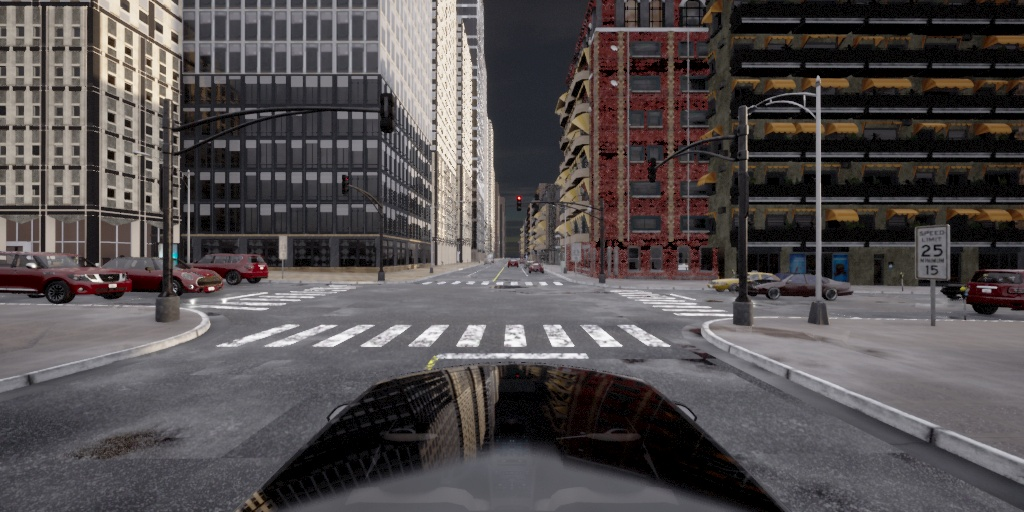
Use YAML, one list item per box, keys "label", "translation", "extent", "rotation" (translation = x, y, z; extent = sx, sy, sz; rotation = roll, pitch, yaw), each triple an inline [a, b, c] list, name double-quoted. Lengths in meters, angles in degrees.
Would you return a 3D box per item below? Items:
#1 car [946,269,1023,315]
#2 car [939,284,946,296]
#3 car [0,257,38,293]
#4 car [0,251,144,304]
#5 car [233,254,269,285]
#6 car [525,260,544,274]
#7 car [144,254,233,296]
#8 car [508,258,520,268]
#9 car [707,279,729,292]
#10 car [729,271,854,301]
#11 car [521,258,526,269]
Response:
- label: "car"
  translation: [20.616, 1.461, 13.778]
  extent: [5.009, 1.841, 2.192]
  rotation: [0, 0, 0]
- label: "car"
  translation: [26.625, 1.870, 19.578]
  extent: [4.718, 1.301, 1.895]
  rotation: [1, 0, 0]
- label: "car"
  translation: [-24.941, 0.789, 16.009]
  extent: [5.008, 1.535, 1.882]
  rotation: [1, 0, -1]
- label: "car"
  translation: [-17.558, 0.757, 13.469]
  extent: [5.009, 1.841, 2.192]
  rotation: [0, 0, 0]
- label: "car"
  translation: [-17.681, 0.776, 21.848]
  extent: [5.009, 1.841, 2.192]
  rotation: [0, 0, 0]
- label: "car"
  translation: [2.799, 1.341, 41.798]
  extent: [1.802, 1.307, 4.207]
  rotation: [0, 0, 0]
- label: "car"
  translation: [-15.722, 0.835, 16.073]
  extent: [4.553, 1.767, 2.097]
  rotation: [1, 0, 0]
- label: "car"
  translation: [0.189, 1.251, 64.190]
  extent: [1.882, 1.535, 5.008]
  rotation: [0, 0, 0]
- label: "car"
  translation: [14.660, 1.587, 22.083]
  extent: [4.829, 1.417, 1.751]
  rotation: [0, 0, 0]
- label: "car"
  translation: [15.259, 1.610, 19.496]
  extent: [5.357, 1.411, 2.033]
  rotation: [1, 0, 0]
- label: "car"
  translation: [2.767, 1.317, 54.715]
  extent: [2.007, 1.370, 4.403]
  rotation: [0, 0, 0]
